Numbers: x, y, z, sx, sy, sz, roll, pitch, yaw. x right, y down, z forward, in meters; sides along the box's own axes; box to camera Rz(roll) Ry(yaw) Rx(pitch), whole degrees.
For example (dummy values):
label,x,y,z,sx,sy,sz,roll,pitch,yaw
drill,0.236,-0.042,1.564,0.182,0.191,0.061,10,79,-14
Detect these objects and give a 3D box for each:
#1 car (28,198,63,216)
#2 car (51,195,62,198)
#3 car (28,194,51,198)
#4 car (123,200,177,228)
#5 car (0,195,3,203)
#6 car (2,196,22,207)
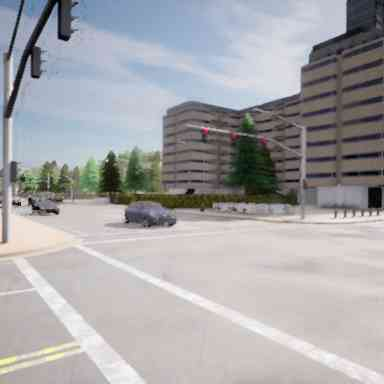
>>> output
label,x,y,z,sx,sy,sz,roll,pitch,yaw
car,-14.843,1.594,33.547,2.033,1.411,5.357,1,0,-36
car,-29.277,1.474,71.475,2.097,1.767,4.553,1,0,-36
car,-24.796,1.287,53.304,2.150,2.045,5.566,1,-1,-36
car,-2.968,1.439,23.045,2.097,1.767,4.553,1,0,-37
car,-36.564,1.374,63.631,2.097,1.767,4.553,1,0,-36
car,-27.176,1.636,50.605,1.895,1.301,4.718,1,0,-35
